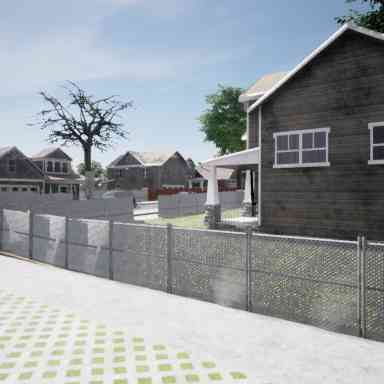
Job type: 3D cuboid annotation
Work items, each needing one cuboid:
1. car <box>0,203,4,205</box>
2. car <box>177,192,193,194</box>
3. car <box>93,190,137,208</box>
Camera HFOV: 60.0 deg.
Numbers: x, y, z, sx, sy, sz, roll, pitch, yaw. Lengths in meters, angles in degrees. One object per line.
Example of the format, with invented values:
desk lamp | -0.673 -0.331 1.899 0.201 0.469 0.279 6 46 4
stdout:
car | -14.280 1.166 20.615 2.128 1.511 4.902 0 2 35
car | -1.023 0.644 39.391 1.895 1.301 4.718 0 2 35
car | -7.236 0.689 30.592 2.097 1.767 4.553 0 2 35
